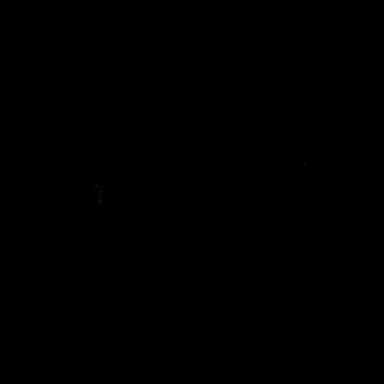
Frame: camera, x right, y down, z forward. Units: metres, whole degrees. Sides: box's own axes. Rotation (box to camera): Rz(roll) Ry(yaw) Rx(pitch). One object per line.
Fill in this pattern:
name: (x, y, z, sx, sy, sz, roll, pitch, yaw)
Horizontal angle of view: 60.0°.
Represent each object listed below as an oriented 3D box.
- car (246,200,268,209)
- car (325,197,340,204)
car: (10.216, 1.958, 52.605, 1.895, 1.301, 4.718, -1, -1, 36)
car: (33.911, 2.038, 80.936, 2.097, 1.767, 4.553, -1, -1, 36)
